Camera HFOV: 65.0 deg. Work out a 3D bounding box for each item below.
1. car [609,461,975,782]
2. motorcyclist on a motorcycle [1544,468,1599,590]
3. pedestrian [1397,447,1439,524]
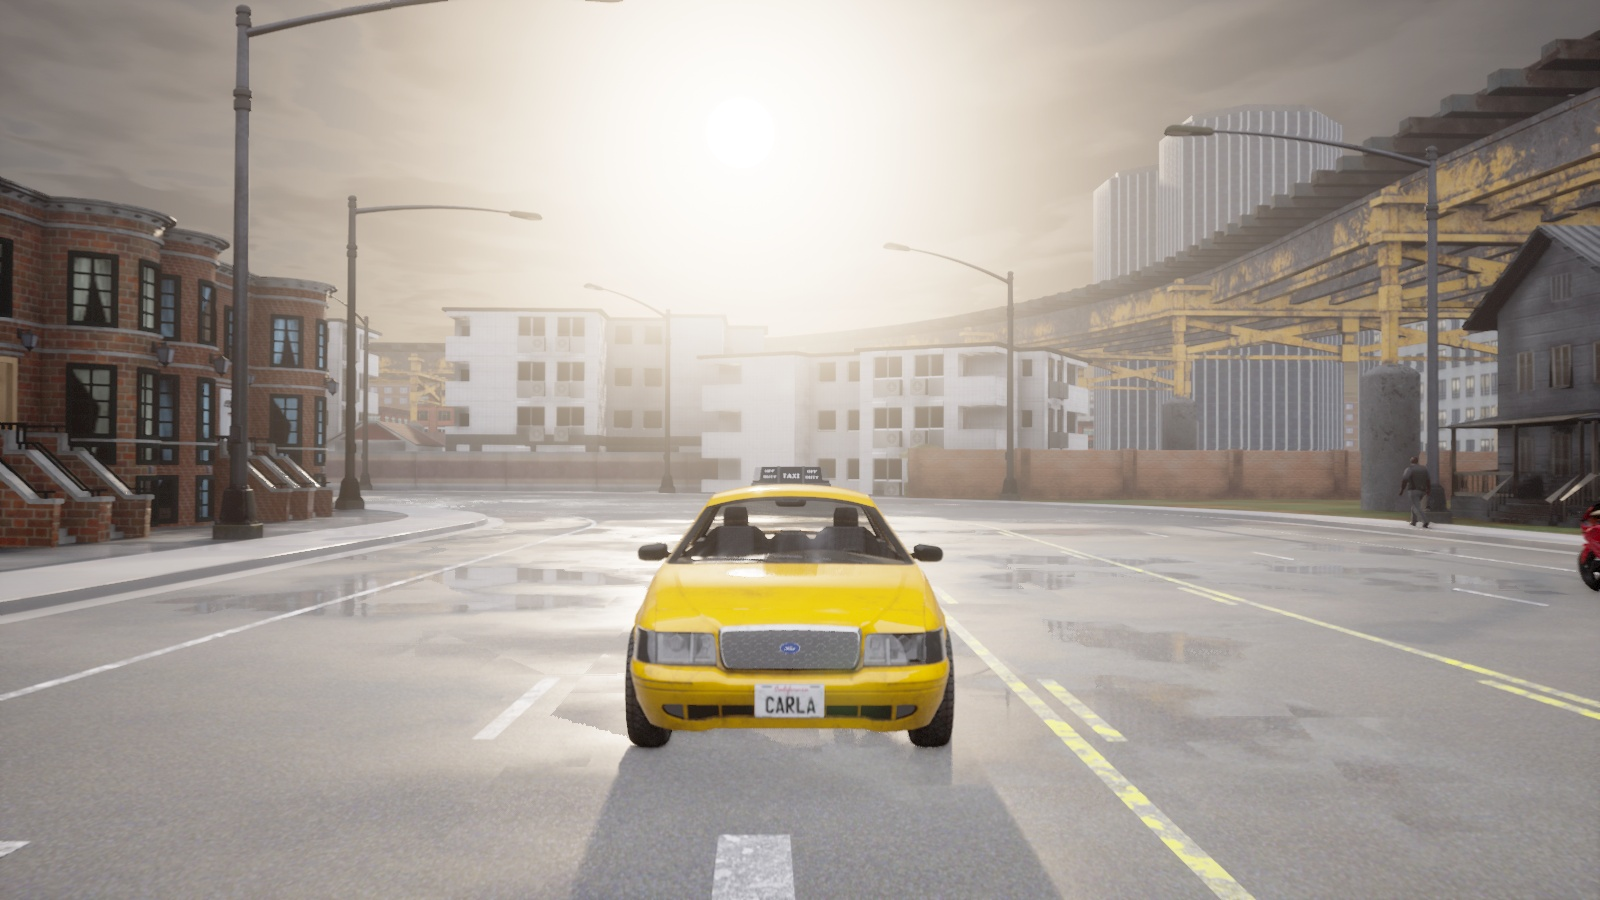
[{"bbox_3d":[-0.059,0.883,8.880,1.801,1.575,5.366,0,-1,0],"label":"car"},{"bbox_3d":[10.404,0.988,15.845,0.797,1.523,2.044,0,-1,0],"label":"motorcyclist on a motorcycle"},{"bbox_3d":[15.264,0.869,31.045,0.563,1.883,0.849,0,-1,-4],"label":"pedestrian"}]
